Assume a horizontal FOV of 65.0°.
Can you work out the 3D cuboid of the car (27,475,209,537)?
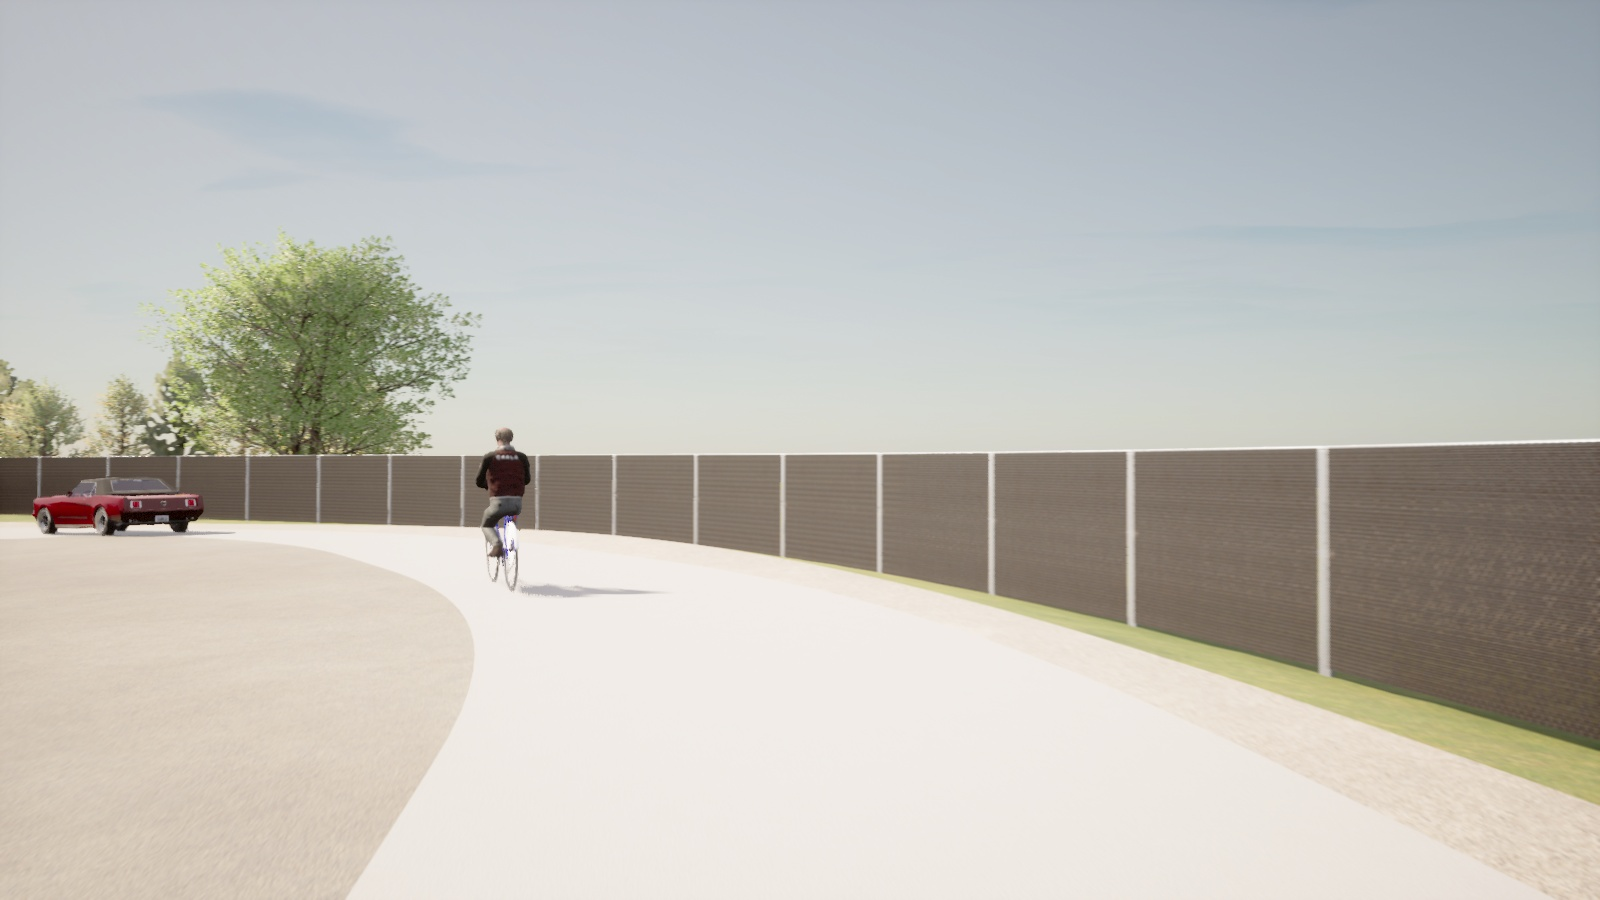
[{"bbox_3d":[-15.820,1.272,29.037,4.718,1.301,1.895,-2,-1,37],"label":"car"}]

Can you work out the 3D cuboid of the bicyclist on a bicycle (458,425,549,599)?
[{"bbox_3d":[-3.278,0.634,13.778,0.659,1.776,1.843,0,0,-23],"label":"bicyclist on a bicycle"}]
